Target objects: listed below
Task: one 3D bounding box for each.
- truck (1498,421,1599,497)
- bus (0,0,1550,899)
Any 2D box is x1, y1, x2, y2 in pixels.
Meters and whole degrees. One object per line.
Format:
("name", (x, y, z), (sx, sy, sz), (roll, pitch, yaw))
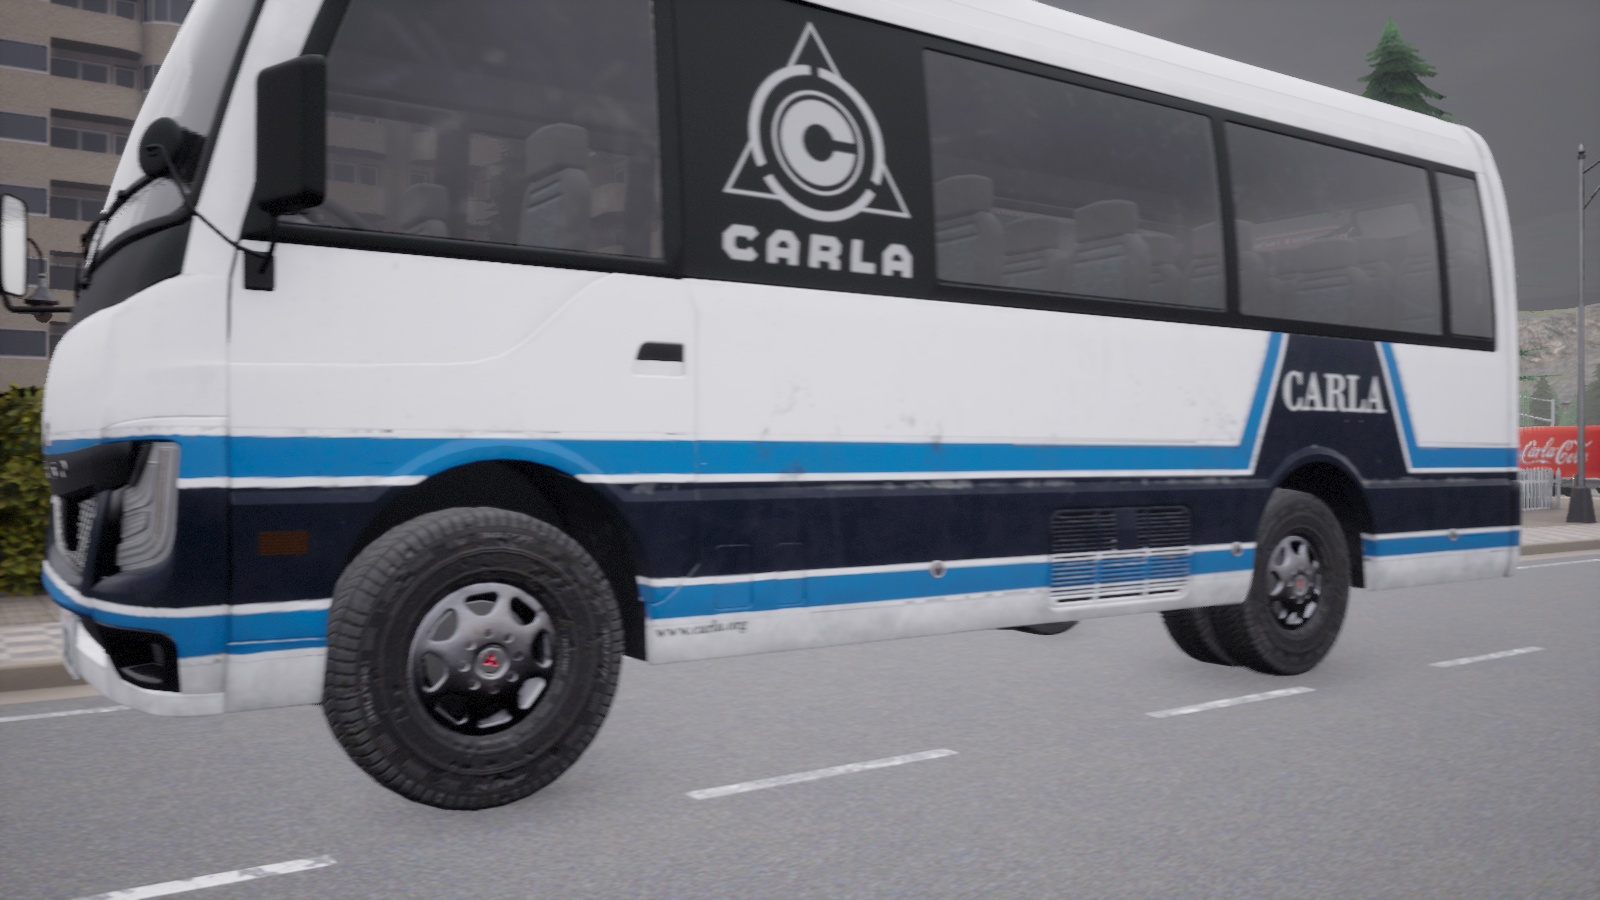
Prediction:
("truck", (26.678, 0.303, 42.010), (2.627, 2.467, 5.204), (0, 0, -35))
("bus", (0.222, -0.613, 8.052), (10.273, 4.253, 3.944), (0, 0, -35))
